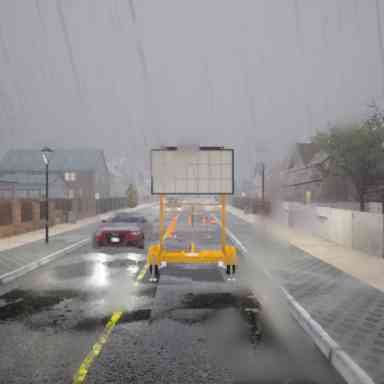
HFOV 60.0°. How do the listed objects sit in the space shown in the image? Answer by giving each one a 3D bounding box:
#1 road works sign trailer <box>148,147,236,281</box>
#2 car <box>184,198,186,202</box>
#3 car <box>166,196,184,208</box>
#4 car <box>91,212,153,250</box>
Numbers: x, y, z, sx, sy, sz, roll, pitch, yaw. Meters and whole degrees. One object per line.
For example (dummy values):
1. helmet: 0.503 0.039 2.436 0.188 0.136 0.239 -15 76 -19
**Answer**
1. road works sign trailer: 0.017 0.471 9.850 2.380 3.560 2.880 0 0 0
2. car: -2.719 1.908 89.858 1.994 1.385 4.181 0 0 0
3. car: -2.732 1.461 49.883 2.097 1.767 4.553 0 0 0
4. car: -2.843 1.577 14.290 1.994 1.385 4.181 0 0 0
